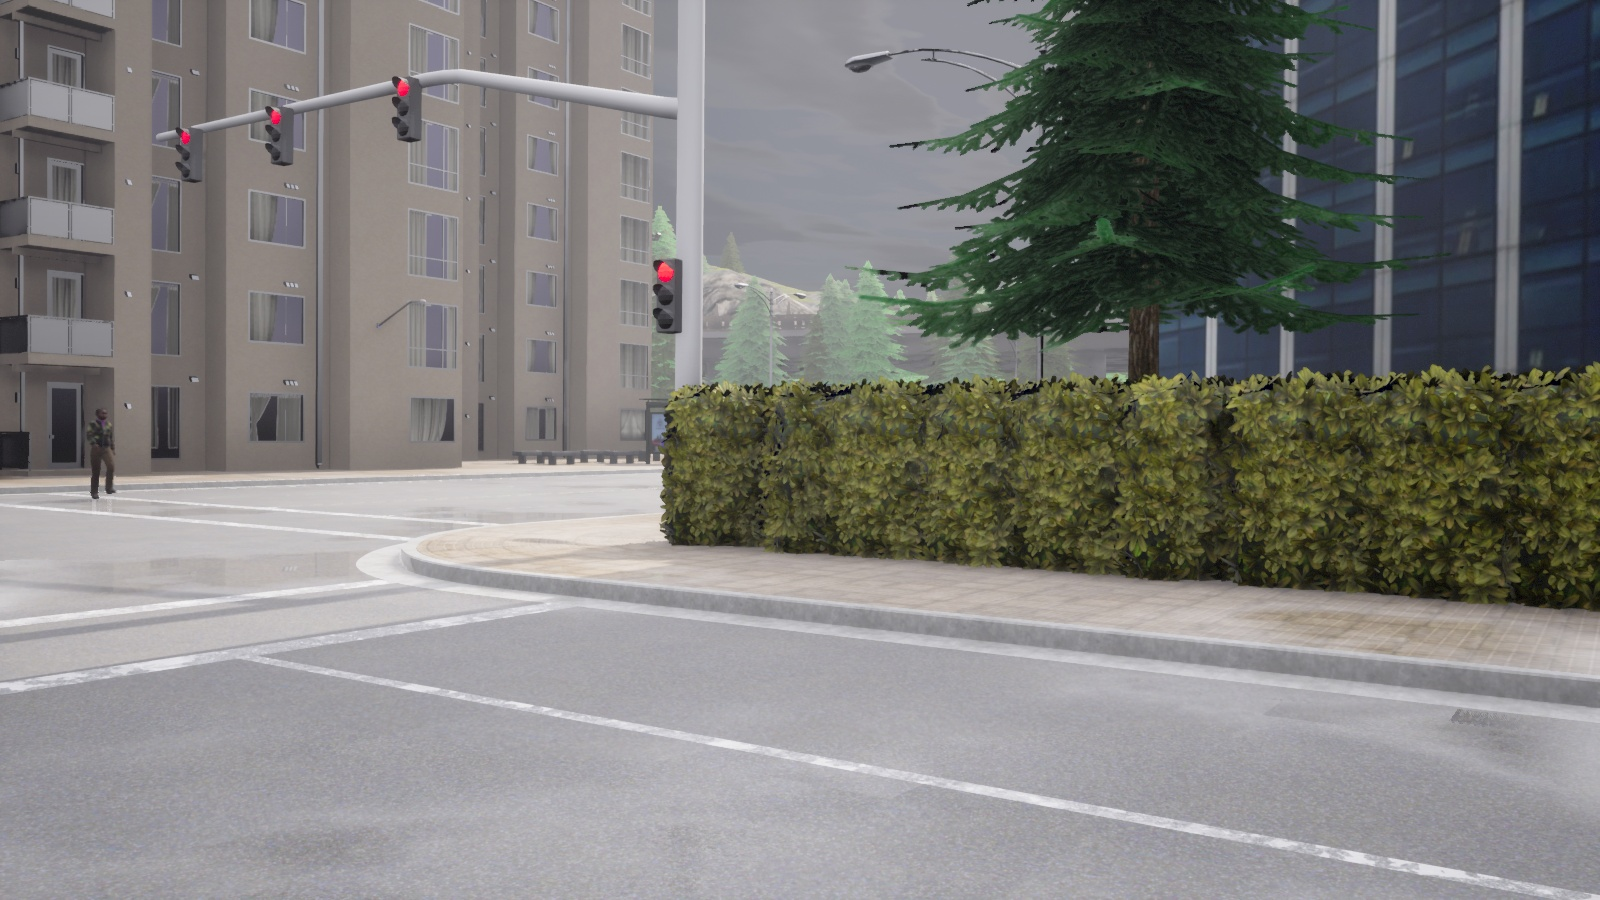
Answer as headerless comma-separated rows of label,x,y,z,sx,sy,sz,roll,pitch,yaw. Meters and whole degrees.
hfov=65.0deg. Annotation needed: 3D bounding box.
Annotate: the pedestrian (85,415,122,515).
pedestrian,-13.737,0.286,24.755,0.692,1.930,0.395,0,1,41
